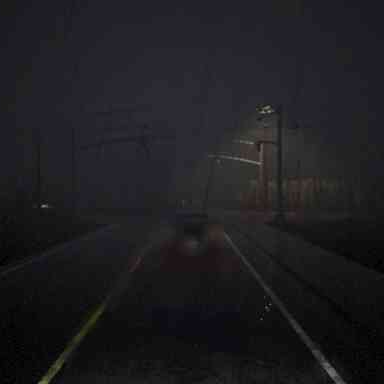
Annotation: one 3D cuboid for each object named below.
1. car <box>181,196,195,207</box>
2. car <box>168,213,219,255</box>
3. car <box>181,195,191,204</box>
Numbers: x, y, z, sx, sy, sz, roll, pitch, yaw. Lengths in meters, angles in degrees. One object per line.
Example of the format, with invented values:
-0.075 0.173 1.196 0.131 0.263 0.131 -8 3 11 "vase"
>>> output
-0.602 1.460 53.977 2.097 1.767 4.553 0 0 -2 "car"
0.065 1.544 13.285 1.812 1.442 4.674 0 0 0 "car"
-1.289 1.469 69.478 2.097 1.767 4.553 0 0 -3 "car"
